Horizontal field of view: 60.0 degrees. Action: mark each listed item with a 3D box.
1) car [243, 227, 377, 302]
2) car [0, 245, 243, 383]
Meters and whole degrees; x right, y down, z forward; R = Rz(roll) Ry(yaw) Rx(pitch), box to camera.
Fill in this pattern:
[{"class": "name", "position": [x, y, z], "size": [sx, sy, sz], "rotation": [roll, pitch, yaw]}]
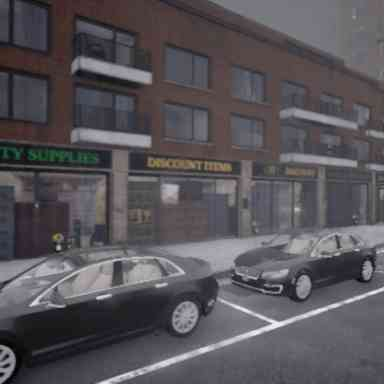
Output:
[{"class": "car", "position": [2.911, 1.598, 8.270], "size": [4.403, 1.369, 2.008], "rotation": [0, 0, -36]}, {"class": "car", "position": [-1.580, 1.561, 5.062], "size": [4.403, 1.369, 2.008], "rotation": [0, 0, -36]}]
